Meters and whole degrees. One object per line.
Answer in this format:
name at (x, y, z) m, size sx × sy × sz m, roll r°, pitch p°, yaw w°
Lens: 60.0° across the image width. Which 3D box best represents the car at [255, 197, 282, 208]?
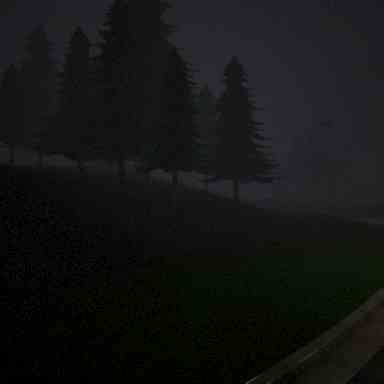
car at (11.270, 1.554, 49.180) m, size 1.837 × 1.490 × 4.892 m, roll 0°, pitch 0°, yaw -22°
